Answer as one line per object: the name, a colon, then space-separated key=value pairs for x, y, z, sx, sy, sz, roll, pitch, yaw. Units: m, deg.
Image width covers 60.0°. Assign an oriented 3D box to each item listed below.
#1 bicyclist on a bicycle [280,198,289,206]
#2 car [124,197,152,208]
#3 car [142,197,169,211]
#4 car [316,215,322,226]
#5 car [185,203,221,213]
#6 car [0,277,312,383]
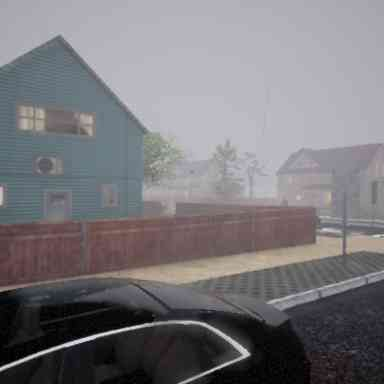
bicyclist on a bicycle: x=8.476 y=1.393 z=30.388 sx=1.656 sy=1.620 sz=0.582 roll=0 pitch=0 yaw=-36
car: x=-7.882 y=1.472 z=48.084 sx=2.128 sy=1.511 sz=4.902 roll=0 pitch=0 yaw=-35
car: x=-4.433 y=1.571 z=38.344 sx=1.994 sy=1.385 sz=4.181 roll=0 pitch=0 yaw=-35
car: x=6.690 y=1.656 z=22.831 sx=1.994 sy=1.385 sz=4.181 roll=0 pitch=0 yaw=-36
car: x=1.320 y=1.650 z=30.310 sx=1.895 sy=1.301 sz=4.718 roll=0 pitch=0 yaw=-36
car: x=-1.214 y=1.506 z=2.207 sx=4.892 sy=1.490 sz=1.837 roll=1 pitch=0 yaw=-36
